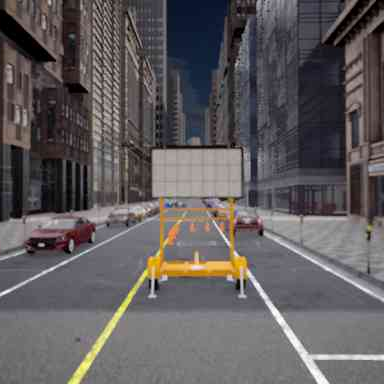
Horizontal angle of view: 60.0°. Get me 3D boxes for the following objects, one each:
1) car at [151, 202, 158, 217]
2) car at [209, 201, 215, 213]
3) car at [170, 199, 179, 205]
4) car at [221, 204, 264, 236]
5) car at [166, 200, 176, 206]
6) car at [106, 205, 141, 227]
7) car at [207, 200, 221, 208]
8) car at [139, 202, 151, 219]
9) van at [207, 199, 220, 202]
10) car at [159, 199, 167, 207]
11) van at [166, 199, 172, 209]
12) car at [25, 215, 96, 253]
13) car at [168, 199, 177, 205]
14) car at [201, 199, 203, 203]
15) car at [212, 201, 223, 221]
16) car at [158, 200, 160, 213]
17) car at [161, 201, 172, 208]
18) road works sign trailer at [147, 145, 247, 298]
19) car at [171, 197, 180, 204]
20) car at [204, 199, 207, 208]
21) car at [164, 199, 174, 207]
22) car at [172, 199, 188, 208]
[{"bbox_3d":[-5.271,1.904,36.981,1.967,1.590,4.097,0,-1,1],"label":"car"},{"bbox_3d":[3.253,1.976,36.881,1.887,1.381,4.507,0,-1,1],"label":"car"},{"bbox_3d":[-4.633,2.635,87.387,1.947,1.339,4.313,0,-1,1],"label":"car"},{"bbox_3d":[3.040,1.671,20.077,1.967,1.590,4.097,0,-1,1],"label":"car"},{"bbox_3d":[-4.775,2.500,76.186,1.947,1.339,4.313,0,-1,1],"label":"car"},{"bbox_3d":[-5.413,1.911,25.777,1.802,1.307,4.206,0,-1,1],"label":"car"},{"bbox_3d":[3.324,2.044,42.481,1.887,1.381,4.507,0,-1,1],"label":"car"},{"bbox_3d":[-5.344,1.920,31.209,1.752,1.417,4.829,0,-1,1],"label":"car"},{"bbox_3d":[3.395,1.907,48.085,1.690,1.788,3.998,0,-1,1],"label":"van"},{"bbox_3d":[-5.130,2.143,48.182,1.887,1.381,4.507,0,-1,1],"label":"car"},{"bbox_3d":[-4.988,2.074,59.386,1.690,1.788,3.998,0,-1,1],"label":"van"},{"bbox_3d":[-5.555,1.740,14.576,1.887,1.381,4.507,0,-1,1],"label":"car"},{"bbox_3d":[-4.704,2.442,81.788,1.967,1.590,4.097,0,-1,1],"label":"car"},{"bbox_3d":[3.821,2.515,81.691,1.887,1.381,4.507,0,-1,1],"label":"car"},{"bbox_3d":[3.184,1.892,31.449,1.752,1.417,4.829,0,-1,1],"label":"car"},{"bbox_3d":[-5.200,2.076,42.580,1.887,1.381,4.507,0,-1,1],"label":"car"},{"bbox_3d":[-4.917,2.382,64.984,1.802,1.307,4.206,0,-1,1],"label":"car"},{"bbox_3d":[0.128,0.570,8.806,2.380,3.560,2.880,0,-1,1],"label":"road works sign trailer"},{"bbox_3d":[-4.562,2.452,92.992,2.192,1.841,5.009,0,-1,1],"label":"car"},{"bbox_3d":[3.537,2.245,59.286,1.887,1.381,4.507,0,-1,1],"label":"car"},{"bbox_3d":[-4.846,2.307,70.587,1.967,1.590,4.097,0,-1,1],"label":"car"},{"bbox_3d":[-2.171,2.268,63.862,2.128,1.511,4.902,0,-1,1],"label":"car"}]
